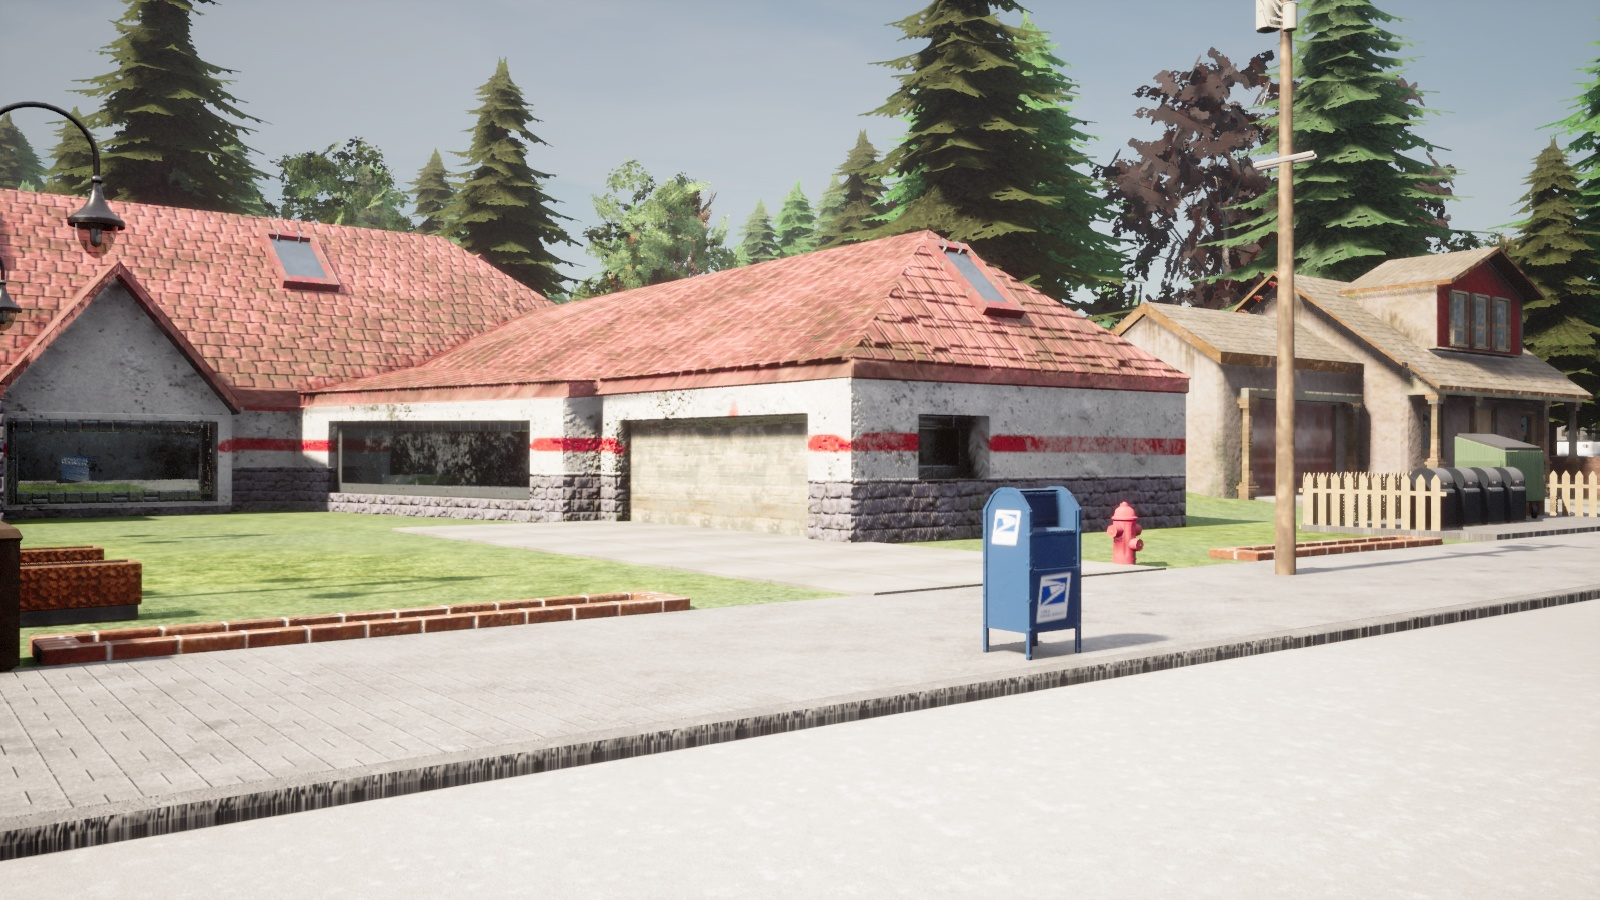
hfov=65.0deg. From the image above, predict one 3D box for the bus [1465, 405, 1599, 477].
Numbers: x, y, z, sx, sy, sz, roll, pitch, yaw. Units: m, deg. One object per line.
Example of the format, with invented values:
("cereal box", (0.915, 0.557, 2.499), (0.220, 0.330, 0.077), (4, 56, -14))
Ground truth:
("bus", (47.497, -0.542, 77.922), (3.944, 4.253, 10.273), (0, 0, -37))
